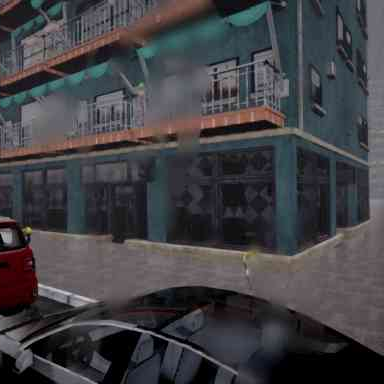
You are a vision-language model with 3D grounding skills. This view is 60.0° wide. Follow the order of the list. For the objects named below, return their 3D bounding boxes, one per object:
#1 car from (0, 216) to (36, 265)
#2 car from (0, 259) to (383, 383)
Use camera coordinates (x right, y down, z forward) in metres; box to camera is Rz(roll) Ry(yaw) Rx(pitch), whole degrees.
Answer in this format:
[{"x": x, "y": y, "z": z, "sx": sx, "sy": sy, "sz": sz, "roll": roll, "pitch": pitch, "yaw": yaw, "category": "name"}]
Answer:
[{"x": -4.907, "y": 1.317, "z": 6.227, "sx": 5.009, "sy": 1.841, "sz": 2.192, "roll": 0, "pitch": -1, "yaw": 35, "category": "car"}, {"x": -0.296, "y": 1.566, "z": 2.942, "sx": 4.313, "sy": 1.339, "sz": 1.947, "roll": 0, "pitch": -1, "yaw": 35, "category": "car"}]
